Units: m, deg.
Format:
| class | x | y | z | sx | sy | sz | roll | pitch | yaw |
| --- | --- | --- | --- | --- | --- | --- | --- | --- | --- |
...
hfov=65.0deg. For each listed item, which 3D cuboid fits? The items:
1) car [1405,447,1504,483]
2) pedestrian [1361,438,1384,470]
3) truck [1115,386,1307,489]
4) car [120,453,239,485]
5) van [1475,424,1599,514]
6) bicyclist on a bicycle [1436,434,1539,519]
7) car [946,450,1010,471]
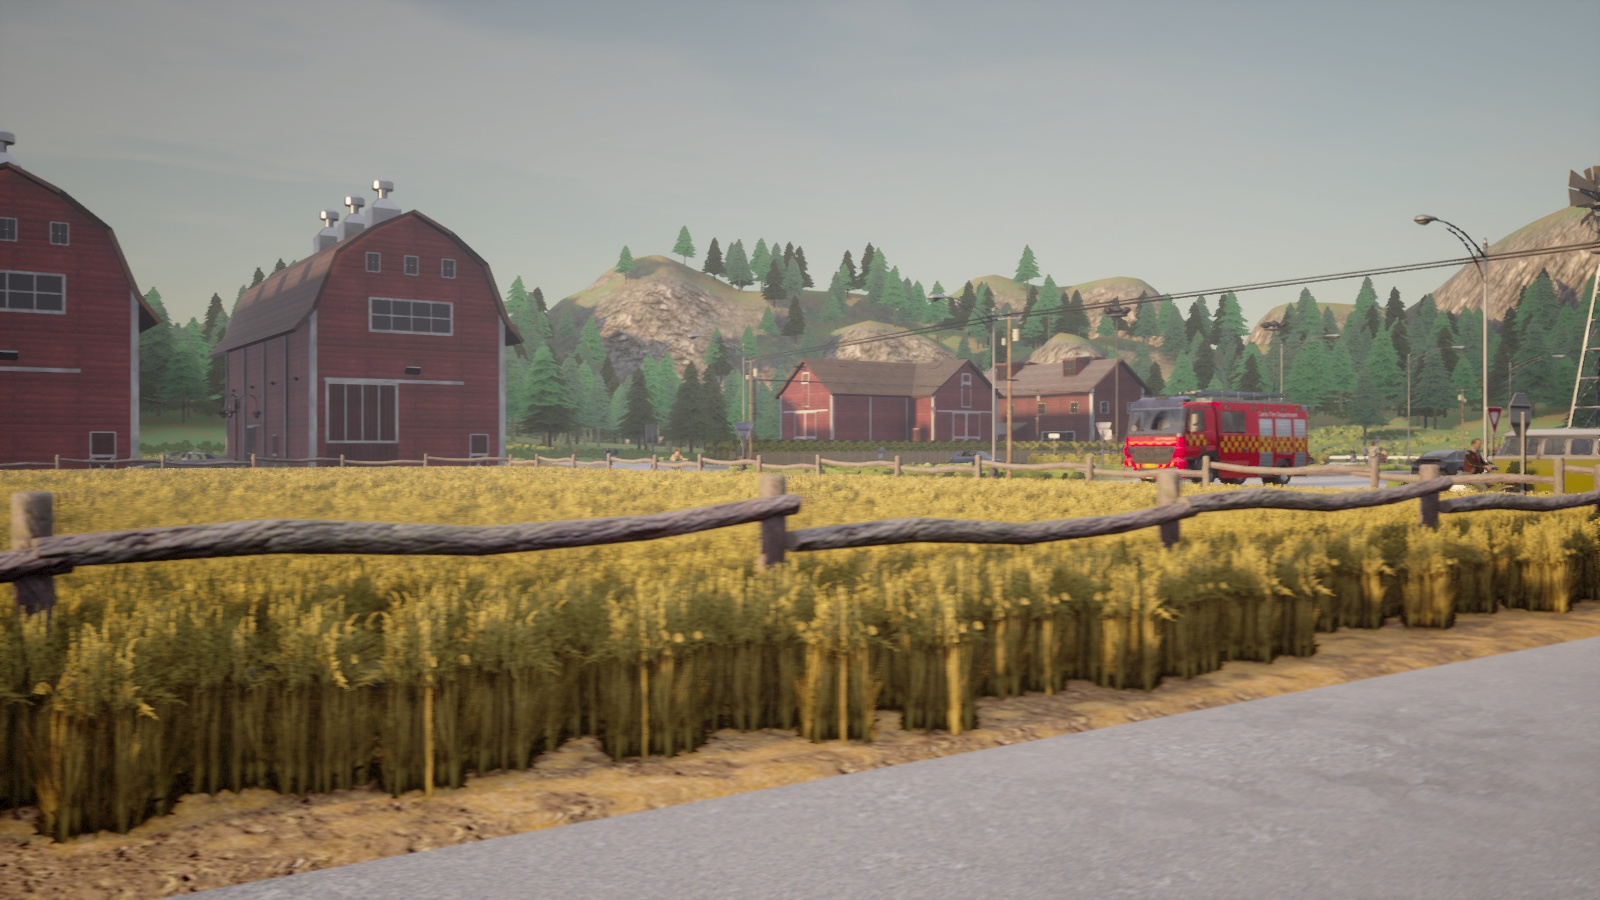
| class | x | y | z | sx | sy | sz | roll | pitch | yaw |
| --- | --- | --- | --- | --- | --- | --- | --- | --- | --- |
| car | 28.610 | 0.615 | 54.833 | 4.892 | 1.490 | 1.837 | 0 | 0 | -36 |
| pedestrian | 33.290 | 0.238 | 72.976 | 0.900 | 1.855 | 0.874 | 0 | 0 | -37 |
| truck | 16.633 | -0.486 | 50.500 | 8.468 | 3.827 | 2.891 | 0 | 0 | -36 |
| car | -30.261 | 0.901 | 61.307 | 4.902 | 1.511 | 2.128 | 0 | 0 | -38 |
| van | 18.101 | 0.424 | 28.646 | 1.775 | 1.987 | 4.442 | 0 | 0 | -34 |
| bicyclist on a bicycle | 14.871 | 0.560 | 27.203 | 0.659 | 1.776 | 1.843 | 0 | 0 | -35 |
| car | 12.700 | 0.713 | 89.589 | 4.193 | 1.474 | 1.816 | 0 | 0 | 42 |
